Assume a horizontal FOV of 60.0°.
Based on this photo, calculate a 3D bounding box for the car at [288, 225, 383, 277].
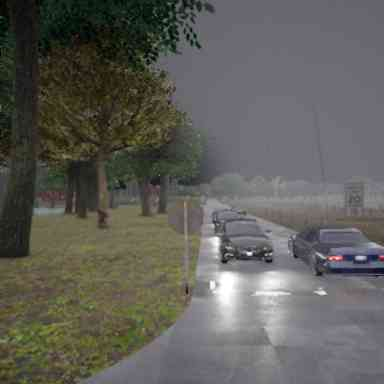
[{"bbox_3d":[4.619,1.811,11.134,2.033,1.411,5.357,-1,-1,5],"label":"car"}]

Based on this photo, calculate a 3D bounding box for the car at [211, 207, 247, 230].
[{"bbox_3d":[2.494,2.084,23.419,1.837,1.490,4.892,-1,-1,3],"label":"car"}]

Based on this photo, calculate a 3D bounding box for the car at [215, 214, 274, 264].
[{"bbox_3d":[2.033,1.869,13.536,1.837,1.490,4.892,-1,-1,3],"label":"car"}]

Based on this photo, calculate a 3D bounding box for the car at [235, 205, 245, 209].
[{"bbox_3d":[6.544,2.583,46.976,1.994,1.385,4.181,-1,-1,3],"label":"car"}]
